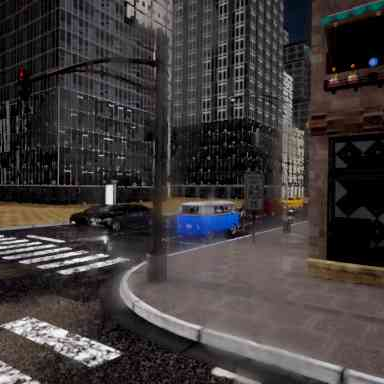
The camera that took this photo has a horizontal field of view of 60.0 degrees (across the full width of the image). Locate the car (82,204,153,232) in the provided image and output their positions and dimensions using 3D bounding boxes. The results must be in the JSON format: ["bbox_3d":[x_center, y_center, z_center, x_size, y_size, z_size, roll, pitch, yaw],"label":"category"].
[{"bbox_3d":[-3.940,1.466,20.084,1.812,1.442,4.674,1,1,37],"label":"car"}]

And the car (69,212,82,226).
[{"bbox_3d":[-5.877,1.467,21.833,1.947,1.339,4.313,1,1,36],"label":"car"}]

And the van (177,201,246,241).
[{"bbox_3d":[0.945,1.368,16.960,1.690,1.788,3.998,1,1,36],"label":"van"}]

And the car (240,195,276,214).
[{"bbox_3d":[7.166,1.258,35.616,2.097,1.767,4.553,1,1,36],"label":"car"}]

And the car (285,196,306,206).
[{"bbox_3d":[16.534,1.364,53.209,1.752,1.417,4.829,1,1,36],"label":"car"}]

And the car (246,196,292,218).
[{"bbox_3d":[6.949,1.440,29.826,1.882,1.535,5.008,1,1,36],"label":"car"}]

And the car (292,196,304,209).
[{"bbox_3d":[13.030,1.369,43.762,1.882,1.535,5.008,1,1,36],"label":"car"}]

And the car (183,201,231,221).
[{"bbox_3d":[1.334,1.487,27.483,1.994,1.385,4.181,1,1,35],"label":"car"}]

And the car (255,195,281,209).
[{"bbox_3d":[10.202,1.293,44.342,1.967,1.590,4.097,1,1,36],"label":"car"}]
